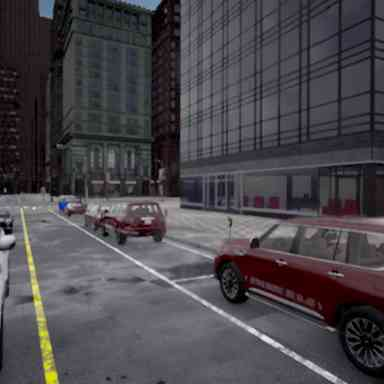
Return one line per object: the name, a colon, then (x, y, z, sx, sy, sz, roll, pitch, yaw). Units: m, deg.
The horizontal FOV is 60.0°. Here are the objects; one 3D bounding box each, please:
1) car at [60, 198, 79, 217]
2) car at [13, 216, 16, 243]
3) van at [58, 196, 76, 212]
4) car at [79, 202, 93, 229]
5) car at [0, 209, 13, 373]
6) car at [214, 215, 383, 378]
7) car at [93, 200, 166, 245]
car: (-10.748, 1.548, 30.739, 1.802, 1.307, 4.206, 0, 0, -28)
car: (-10.277, 1.586, 17.197, 1.895, 1.301, 4.718, 0, 0, -28)
van: (-13.364, 1.297, 35.744, 1.690, 1.788, 3.998, 0, 0, -28)
car: (-5.517, 1.423, 20.725, 1.967, 1.590, 4.097, 0, 0, -28)
car: (-4.127, 1.219, 5.216, 2.150, 2.045, 5.566, 0, 0, -28)
car: (2.331, 1.312, 5.705, 2.192, 1.841, 5.009, 0, 0, -28)
car: (-2.901, 1.304, 15.717, 2.192, 1.841, 5.009, 0, 0, -28)
